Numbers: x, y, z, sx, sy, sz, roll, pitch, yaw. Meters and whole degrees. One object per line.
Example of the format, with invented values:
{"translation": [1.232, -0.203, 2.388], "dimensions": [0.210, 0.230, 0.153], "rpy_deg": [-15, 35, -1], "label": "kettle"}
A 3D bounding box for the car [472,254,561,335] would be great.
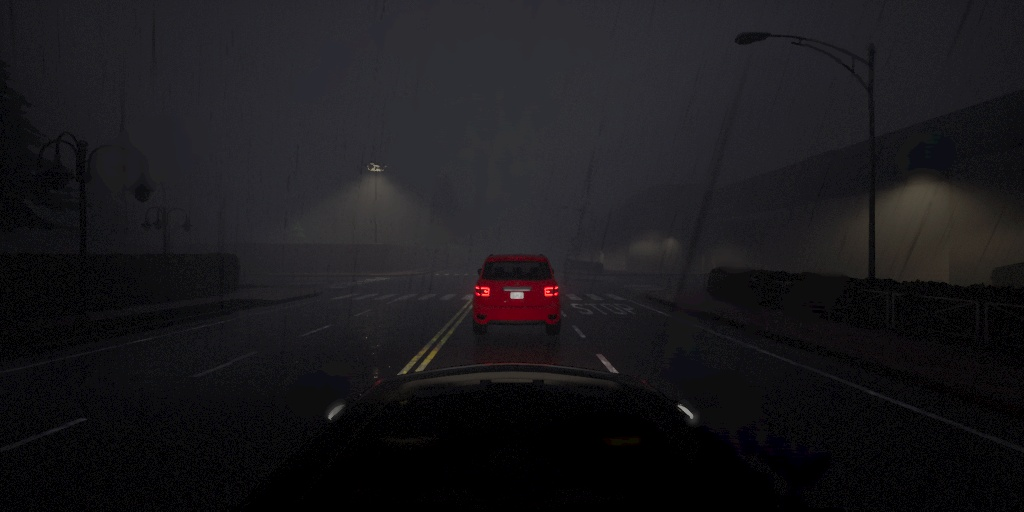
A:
{"translation": [0.118, 0.971, 10.658], "dimensions": [2.150, 2.045, 5.566], "rpy_deg": [0, 0, 0], "label": "car"}

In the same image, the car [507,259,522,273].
{"translation": [0.340, 1.228, 45.516], "dimensions": [1.882, 1.535, 5.008], "rpy_deg": [0, 0, 1], "label": "car"}
